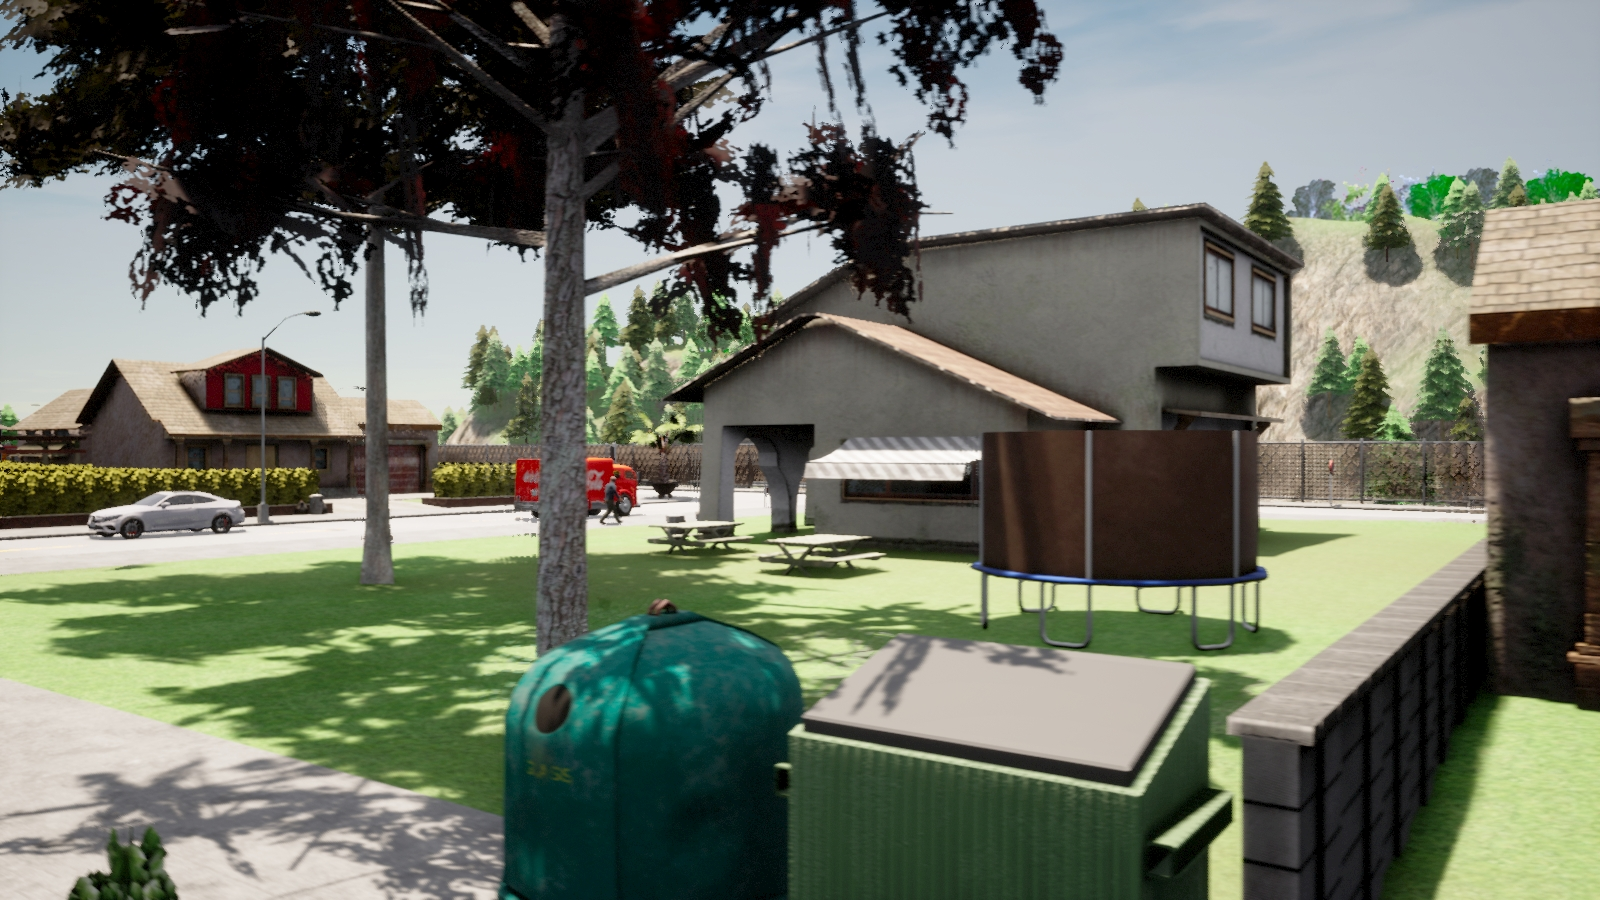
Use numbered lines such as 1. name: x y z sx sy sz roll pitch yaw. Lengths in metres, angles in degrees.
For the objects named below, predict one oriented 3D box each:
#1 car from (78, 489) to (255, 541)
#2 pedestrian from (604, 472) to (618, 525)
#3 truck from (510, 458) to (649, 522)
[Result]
1. car: -20.707 2.078 37.512 2.002 1.442 4.674 0 0 35
2. pedestrian: -6.777 1.742 41.030 0.375 1.860 0.375 0 0 -34
3. truck: -8.980 1.561 46.975 2.627 2.467 5.204 0 0 35
